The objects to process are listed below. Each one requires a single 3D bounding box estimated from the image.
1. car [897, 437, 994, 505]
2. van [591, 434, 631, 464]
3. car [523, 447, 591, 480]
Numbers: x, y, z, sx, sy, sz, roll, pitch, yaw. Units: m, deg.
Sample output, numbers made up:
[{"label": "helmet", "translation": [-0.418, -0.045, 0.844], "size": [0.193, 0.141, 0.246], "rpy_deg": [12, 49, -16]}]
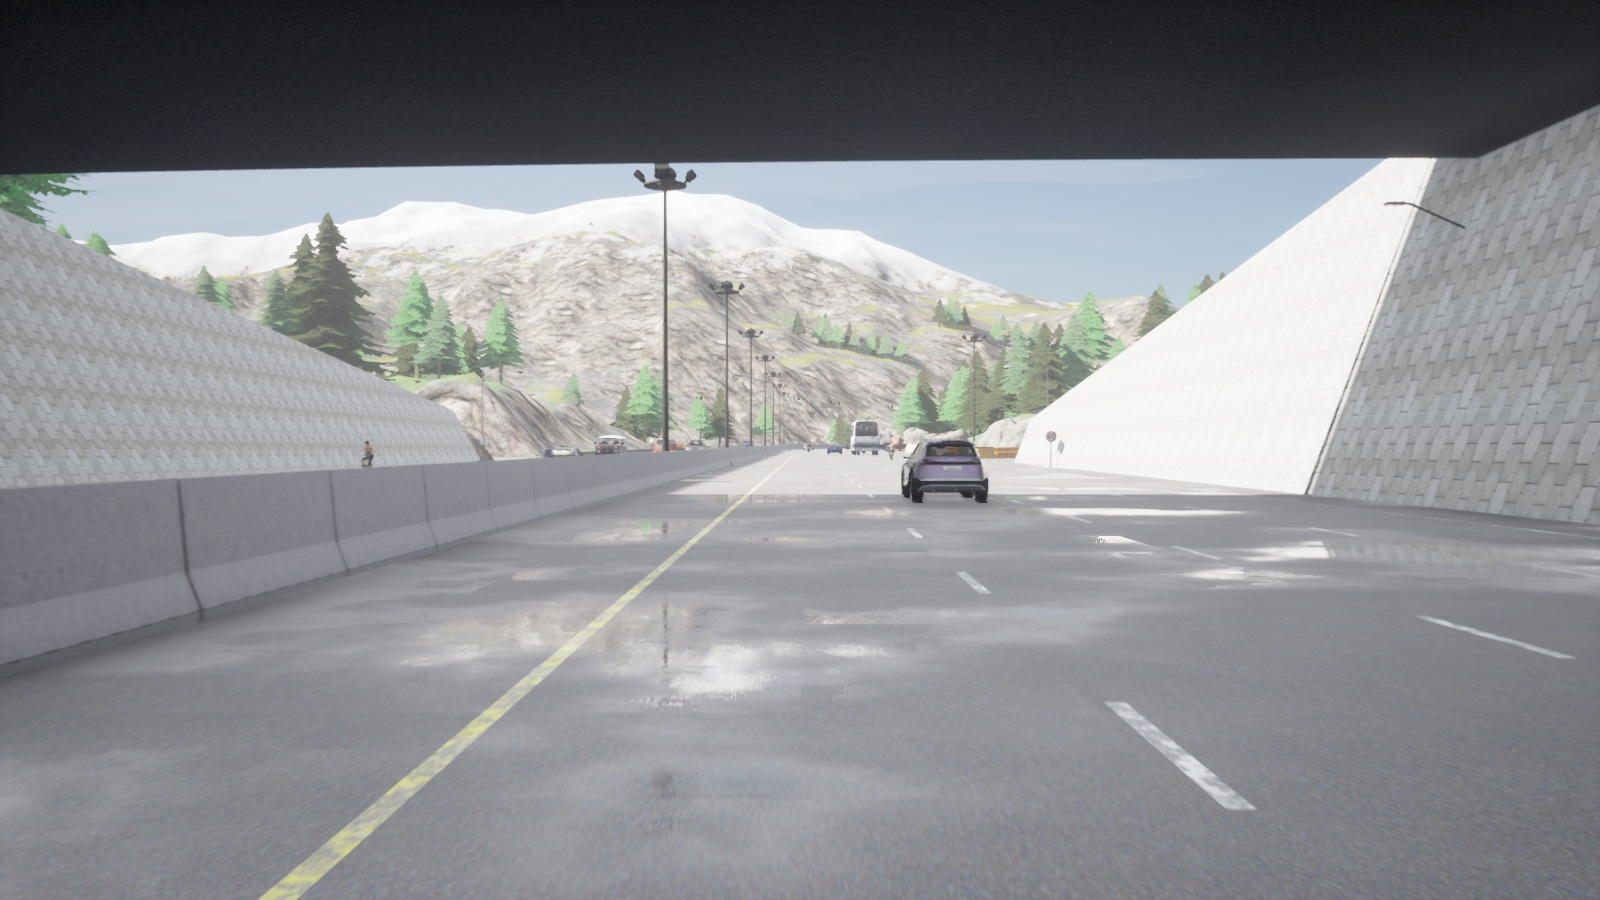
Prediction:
[{"label": "car", "translation": [3.722, 0.494, 32.927], "size": [2.033, 1.649, 4.856], "rpy_deg": [0, 0, 0]}, {"label": "van", "translation": [-13.395, -0.037, 89.234], "size": [2.069, 2.038, 4.480], "rpy_deg": [0, -1, 0]}, {"label": "car", "translation": [-10.144, 0.541, 52.760], "size": [1.895, 1.301, 4.718], "rpy_deg": [0, 0, 0]}]
